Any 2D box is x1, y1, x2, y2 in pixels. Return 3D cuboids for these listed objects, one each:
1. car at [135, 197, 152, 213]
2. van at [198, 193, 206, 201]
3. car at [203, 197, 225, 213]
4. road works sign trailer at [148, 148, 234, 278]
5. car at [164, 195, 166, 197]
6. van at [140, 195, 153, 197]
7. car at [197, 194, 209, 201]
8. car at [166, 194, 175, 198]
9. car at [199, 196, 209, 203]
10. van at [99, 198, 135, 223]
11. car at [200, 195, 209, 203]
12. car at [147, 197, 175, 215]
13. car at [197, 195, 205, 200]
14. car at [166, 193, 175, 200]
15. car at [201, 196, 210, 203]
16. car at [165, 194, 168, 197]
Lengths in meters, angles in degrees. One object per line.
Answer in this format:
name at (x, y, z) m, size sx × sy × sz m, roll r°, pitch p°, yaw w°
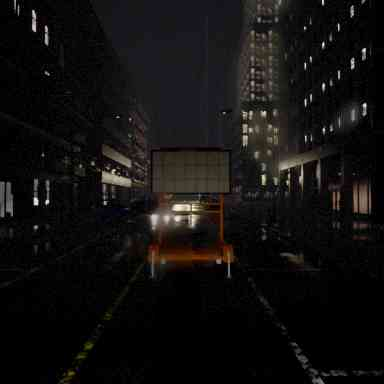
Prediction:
car at (-5.781, 1.551, 36.593) m, size 1.947 × 1.339 × 4.313 m, roll 1°, pitch 0°, yaw 0°
van at (2.483, 1.257, 82.084) m, size 1.690 × 1.788 × 3.998 m, roll 1°, pitch 0°, yaw 0°
car at (2.600, 1.536, 36.500) m, size 2.008 × 1.369 × 4.403 m, roll 1°, pitch 0°, yaw 0°
road works sign trailer at (-0.029, 0.465, 10.112) m, size 2.380 × 3.560 × 2.880 m, roll 0°, pitch 0°, yaw 0°
car at (-5.830, 1.515, 53.687) m, size 2.008 × 1.369 × 4.403 m, roll 1°, pitch 0°, yaw 0°
van at (-5.793, 1.320, 42.290) m, size 1.690 × 1.788 × 3.998 m, roll 1°, pitch 0°, yaw 0°
car at (2.523, 1.261, 64.990) m, size 2.192 × 1.841 × 5.009 m, roll 1°, pitch 0°, yaw 0°
car at (-5.907, 1.231, 82.181) m, size 2.192 × 1.841 × 5.009 m, roll 1°, pitch 0°, yaw 0°
car at (2.502, 1.487, 70.688) m, size 2.008 × 1.369 × 4.403 m, roll 1°, pitch 0°, yaw 0°
van at (-5.744, 1.334, 25.192) m, size 1.690 × 1.788 × 3.998 m, roll 1°, pitch 0°, yaw 0°
car at (2.568, 1.517, 47.896) m, size 1.887 × 1.381 × 4.507 m, roll 1°, pitch 0°, yaw 0°
car at (-3.099, 1.551, 34.246) m, size 1.994 × 1.385 × 4.181 m, roll 0°, pitch 0°, yaw 0°
car at (2.429, 1.470, 87.782) m, size 1.947 × 1.339 × 4.313 m, roll 1°, pitch 0°, yaw 0°
car at (-5.939, 1.207, 93.577) m, size 2.192 × 1.841 × 5.009 m, roll 1°, pitch 0°, yaw 0°
car at (2.583, 1.530, 42.197) m, size 2.008 × 1.369 × 4.403 m, roll 1°, pitch 0°, yaw 0°
car at (-5.847, 1.538, 59.385) m, size 1.802 × 1.307 × 4.206 m, roll 1°, pitch 0°, yaw 0°
